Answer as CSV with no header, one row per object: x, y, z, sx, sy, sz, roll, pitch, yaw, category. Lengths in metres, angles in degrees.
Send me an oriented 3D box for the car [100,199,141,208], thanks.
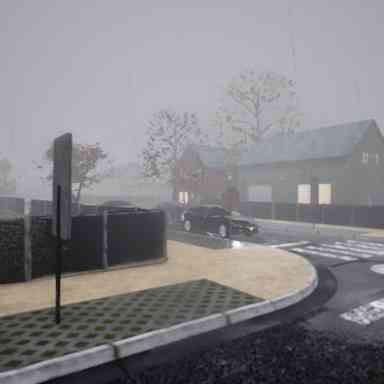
-5.713,1.359,26.567,1.882,1.535,5.008,1,0,-37,car

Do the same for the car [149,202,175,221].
-1.886,1.495,26.358,1.994,1.385,4.181,1,0,-37,car

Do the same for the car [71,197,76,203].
-14.206,1.293,37.826,1.882,1.535,5.008,1,0,-37,car

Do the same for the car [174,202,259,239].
1.312,1.442,17.231,1.837,1.490,4.892,1,0,-36,car
